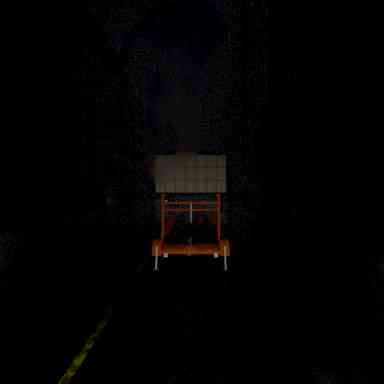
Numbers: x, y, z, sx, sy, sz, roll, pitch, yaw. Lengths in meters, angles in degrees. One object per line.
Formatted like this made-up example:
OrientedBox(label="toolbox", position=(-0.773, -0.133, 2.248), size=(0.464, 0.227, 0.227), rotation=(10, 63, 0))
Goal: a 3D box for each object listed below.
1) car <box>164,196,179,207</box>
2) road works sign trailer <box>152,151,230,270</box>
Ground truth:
OrientedBox(label="car", position=(-3.177, 1.341, 51.856), size=(2.097, 1.767, 4.553), rotation=(0, 0, 0))
OrientedBox(label="road works sign trailer", position=(-0.035, 0.463, 10.976), size=(2.380, 3.560, 2.880), rotation=(0, 0, 0))
